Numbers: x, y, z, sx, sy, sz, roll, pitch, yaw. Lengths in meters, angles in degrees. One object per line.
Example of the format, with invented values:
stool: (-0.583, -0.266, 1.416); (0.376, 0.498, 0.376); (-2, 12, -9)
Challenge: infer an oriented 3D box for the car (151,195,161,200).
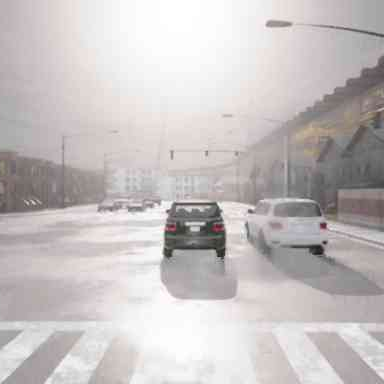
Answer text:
car: (-7.008, 1.541, 63.343); (2.150, 2.045, 5.566); (0, 0, 0)

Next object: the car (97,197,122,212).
car: (-10.581, 1.739, 42.228); (1.812, 1.442, 4.674); (0, 0, 0)

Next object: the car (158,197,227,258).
car: (0.096, 1.288, 13.217); (2.150, 2.045, 5.566); (0, 0, 0)

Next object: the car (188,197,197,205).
car: (0.082, 1.842, 68.128); (1.837, 1.490, 4.892); (0, -2, 0)

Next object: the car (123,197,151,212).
car: (-7.085, 1.767, 43.449); (2.033, 1.411, 5.357); (0, 0, 0)

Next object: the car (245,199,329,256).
car: (3.599, 1.289, 13.555); (2.150, 2.045, 5.566); (0, 0, 0)

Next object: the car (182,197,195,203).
car: (-0.889, 1.938, 81.808); (2.128, 1.511, 4.902); (0, 0, -14)

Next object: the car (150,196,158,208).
car: (-7.023, 1.792, 52.727); (1.812, 1.442, 4.674); (0, 0, 0)

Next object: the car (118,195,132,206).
car: (-10.527, 1.483, 51.896); (2.150, 2.045, 5.566); (0, 0, 1)

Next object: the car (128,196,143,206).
car: (-10.508, 1.665, 61.981); (2.097, 1.767, 4.553); (0, 0, 0)
